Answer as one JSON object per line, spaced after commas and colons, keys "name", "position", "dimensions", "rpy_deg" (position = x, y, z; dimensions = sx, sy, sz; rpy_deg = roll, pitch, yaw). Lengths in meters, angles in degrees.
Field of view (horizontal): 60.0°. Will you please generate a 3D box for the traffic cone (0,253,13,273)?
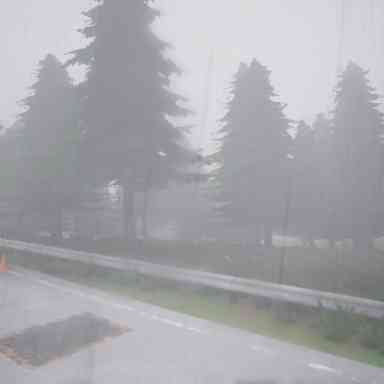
{"name": "traffic cone", "position": [-5.919, 2.219, 10.549], "dimensions": [0.340, 0.580, 0.340], "rpy_deg": [-1, -2, 38]}
